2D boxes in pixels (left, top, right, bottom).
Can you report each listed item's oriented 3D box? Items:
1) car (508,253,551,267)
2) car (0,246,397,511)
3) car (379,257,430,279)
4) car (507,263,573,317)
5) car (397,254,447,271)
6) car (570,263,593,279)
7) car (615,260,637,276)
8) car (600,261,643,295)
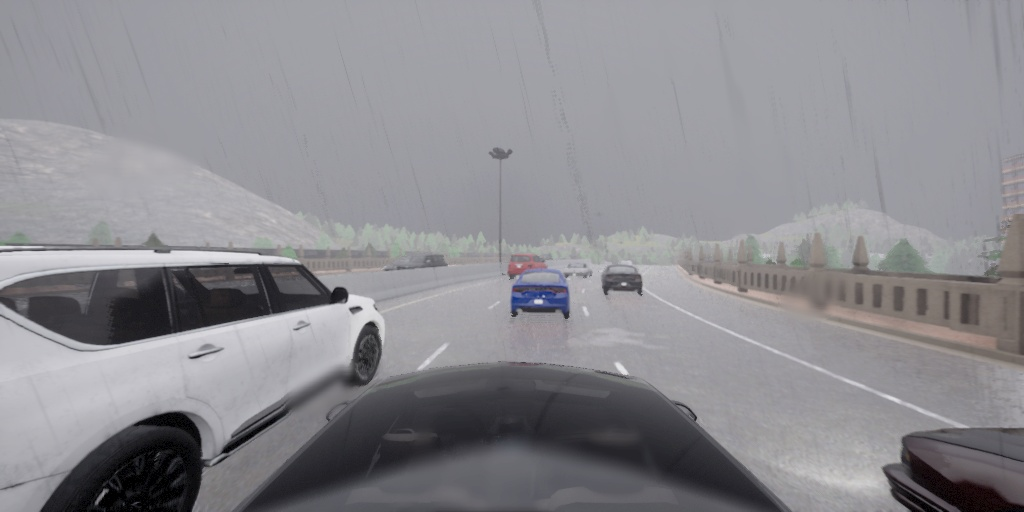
[{"bbox_3d":[1.341,0.877,29.345,2.150,2.045,5.566,0,0,18],"label":"car"},{"bbox_3d":[-3.277,0.950,3.729,2.150,2.045,5.566,0,0,1],"label":"car"},{"bbox_3d":[-9.218,0.955,31.174,2.097,1.767,4.553,0,0,18],"label":"car"},{"bbox_3d":[1.124,1.191,13.065,1.882,1.535,5.008,0,0,8],"label":"car"},{"bbox_3d":[-6.869,0.850,27.002,2.150,2.045,5.566,0,0,16],"label":"car"},{"bbox_3d":[5.998,1.267,32.070,1.895,1.301,4.718,0,0,21],"label":"car"},{"bbox_3d":[12.066,1.198,37.775,1.812,1.442,4.674,0,0,22],"label":"car"},{"bbox_3d":[5.889,1.189,19.585,1.882,1.535,5.008,0,0,12],"label":"car"}]
